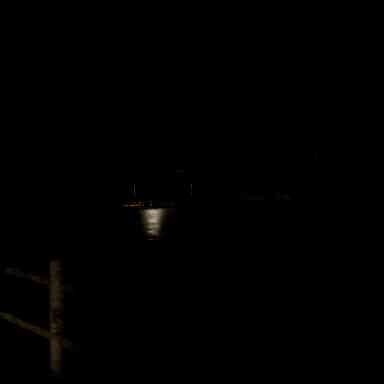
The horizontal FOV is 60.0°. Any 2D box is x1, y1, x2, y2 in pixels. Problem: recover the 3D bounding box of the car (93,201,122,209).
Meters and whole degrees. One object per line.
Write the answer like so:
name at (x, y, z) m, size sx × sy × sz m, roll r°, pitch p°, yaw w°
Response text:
car at (-15.277, 2.328, 60.604) m, size 2.033 × 1.411 × 5.357 m, roll 0°, pitch -1°, yaw 36°
